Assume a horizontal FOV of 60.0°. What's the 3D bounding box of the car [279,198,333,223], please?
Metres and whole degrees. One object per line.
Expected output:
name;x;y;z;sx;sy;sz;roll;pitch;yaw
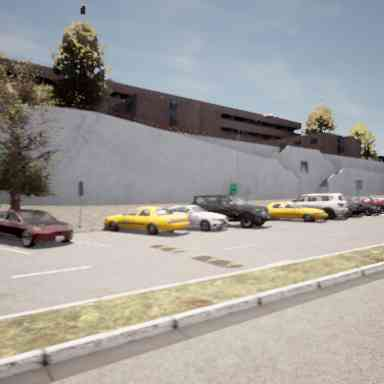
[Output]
car;7.442;1.432;25.329;5.366;1.575;1.946;-1;-1;35

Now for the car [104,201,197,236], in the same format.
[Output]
car;-2.654;1.487;18.566;5.366;1.575;1.946;-1;0;35

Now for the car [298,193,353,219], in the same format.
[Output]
car;9.709;1.162;27.189;5.566;2.045;2.435;-1;0;35

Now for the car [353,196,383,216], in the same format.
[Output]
car;14.634;1.391;30.662;4.674;1.452;2.002;-1;-1;35

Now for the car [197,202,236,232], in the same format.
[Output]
car;-0.053;1.522;20.212;4.674;1.452;2.002;-1;-1;35

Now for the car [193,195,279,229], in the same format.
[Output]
car;2.422;1.223;21.940;5.566;2.045;2.435;-1;-1;35

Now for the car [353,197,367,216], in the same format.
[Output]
car;12.156;1.412;28.927;4.792;1.488;2.163;-1;0;35

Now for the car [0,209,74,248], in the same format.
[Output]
car;-7.366;1.521;14.971;4.792;1.488;2.163;-1;-1;35
